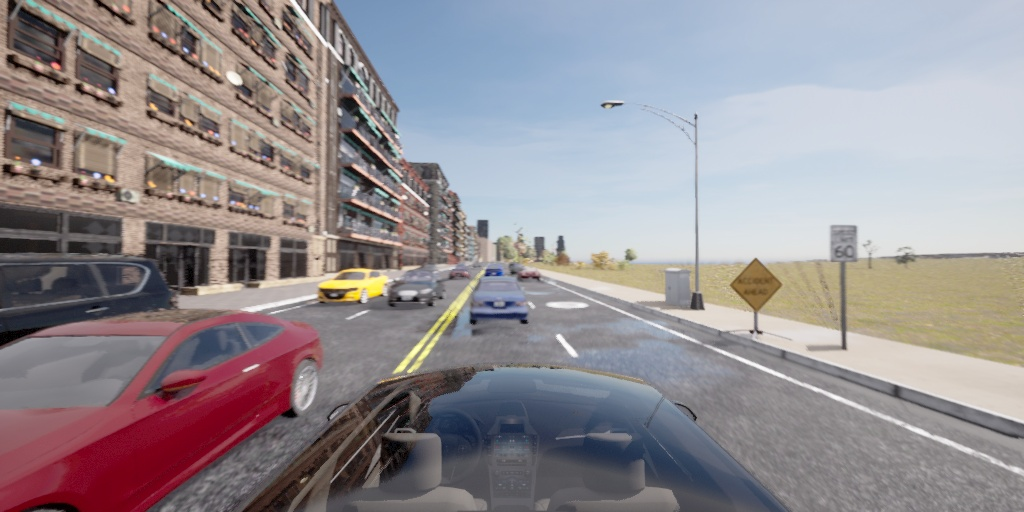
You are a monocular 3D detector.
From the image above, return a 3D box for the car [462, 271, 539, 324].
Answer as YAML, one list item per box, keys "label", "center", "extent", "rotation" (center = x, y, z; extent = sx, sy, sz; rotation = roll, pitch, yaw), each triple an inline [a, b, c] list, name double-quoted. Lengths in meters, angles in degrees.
- label: "car"
  center: [-0.476, 1.408, 12.481]
  extent: [2.033, 1.411, 5.357]
  rotation: [0, -1, -3]

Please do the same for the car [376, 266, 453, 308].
- label: "car"
  center: [-4.143, 1.379, 16.178]
  extent: [2.128, 1.511, 4.902]
  rotation: [0, -1, -3]

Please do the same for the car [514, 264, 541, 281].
- label: "car"
  center: [1.552, 1.688, 34.007]
  extent: [1.895, 1.301, 4.718]
  rotation: [0, -1, -3]

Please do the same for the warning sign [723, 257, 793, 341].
- label: "warning sign"
  center: [5.738, 0.954, 8.429]
  extent: [1.300, 1.860, 1.060]
  rotation: [0, 0, -3]

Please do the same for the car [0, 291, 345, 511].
- label: "car"
  center: [-3.444, 1.281, 3.247]
  extent: [1.812, 1.442, 4.674]
  rotation: [0, -1, -3]

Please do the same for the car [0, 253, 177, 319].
- label: "car"
  center: [-6.734, 0.974, 3.904]
  extent: [2.150, 2.045, 5.566]
  rotation: [0, -1, -3]

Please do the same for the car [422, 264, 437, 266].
- label: "car"
  center: [-8.401, 1.584, 36.184]
  extent: [1.837, 1.490, 4.892]
  rotation: [0, -1, -3]

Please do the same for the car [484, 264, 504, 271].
- label: "car"
  center: [-1.872, 1.589, 37.533]
  extent: [1.882, 1.535, 5.008]
  rotation: [0, 0, -3]

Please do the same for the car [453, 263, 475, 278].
- label: "car"
  center: [-5.149, 1.652, 36.210]
  extent: [1.994, 1.385, 4.181]
  rotation: [0, -1, -3]

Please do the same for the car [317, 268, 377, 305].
- label: "car"
  center: [-7.456, 1.365, 17.260]
  extent: [1.882, 1.535, 5.008]
  rotation: [0, -1, -3]

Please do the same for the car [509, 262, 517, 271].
- label: "car"
  center: [0.790, 1.788, 47.947]
  extent: [1.994, 1.385, 4.181]
  rotation: [0, 0, -3]
